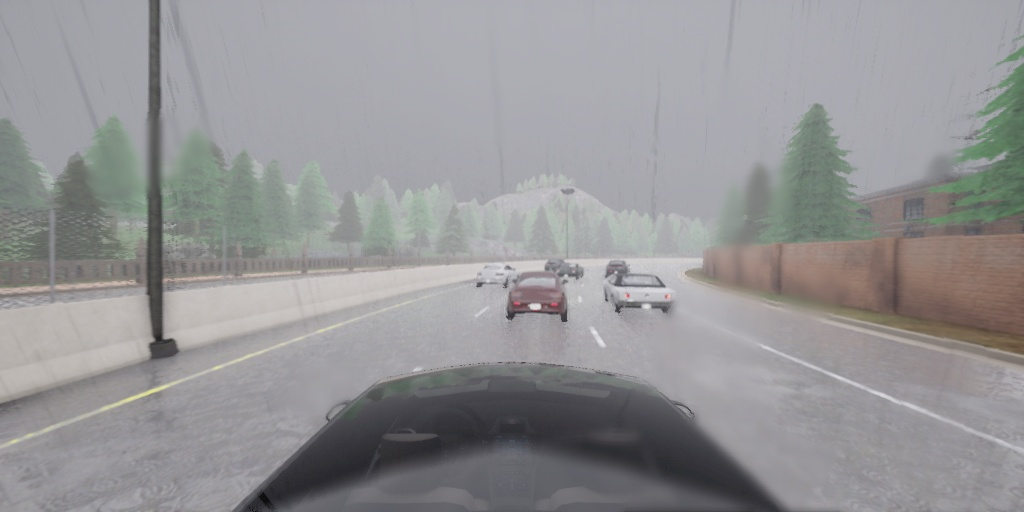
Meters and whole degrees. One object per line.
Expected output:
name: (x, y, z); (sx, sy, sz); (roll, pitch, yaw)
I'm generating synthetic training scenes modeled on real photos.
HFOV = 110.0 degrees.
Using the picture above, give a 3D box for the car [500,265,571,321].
car: (0.933, 1.220, 12.200); (1.812, 1.442, 4.674); (0, 0, 7)

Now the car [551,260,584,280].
car: (4.840, 1.212, 29.672); (1.895, 1.301, 4.718); (0, 0, 18)

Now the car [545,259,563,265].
car: (5.003, 1.060, 39.610); (1.837, 1.490, 4.892); (0, 0, 24)

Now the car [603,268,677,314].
car: (4.609, 1.303, 13.625); (1.895, 1.301, 4.718); (0, 0, 8)

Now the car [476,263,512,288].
car: (-0.830, 1.154, 22.255); (1.812, 1.442, 4.674); (0, 0, 13)

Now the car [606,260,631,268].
car: (9.625, 1.122, 32.560); (1.837, 1.490, 4.892); (0, 0, 21)
